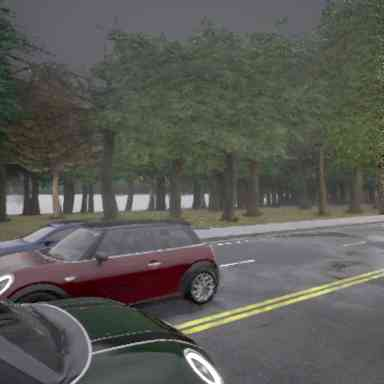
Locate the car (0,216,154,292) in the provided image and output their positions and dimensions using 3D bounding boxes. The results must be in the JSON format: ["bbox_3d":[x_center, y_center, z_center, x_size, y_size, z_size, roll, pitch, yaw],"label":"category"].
[{"bbox_3d":[-3.538,1.530,9.141,4.674,1.442,1.812,0,0,-35],"label":"car"}]

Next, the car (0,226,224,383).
[{"bbox_3d":[-1.891,1.352,2.086,4.553,1.767,2.097,0,0,-36],"label":"car"}]

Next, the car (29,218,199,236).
[{"bbox_3d":[-1.685,1.356,6.470,4.553,1.767,2.097,0,0,-35],"label":"car"}]
